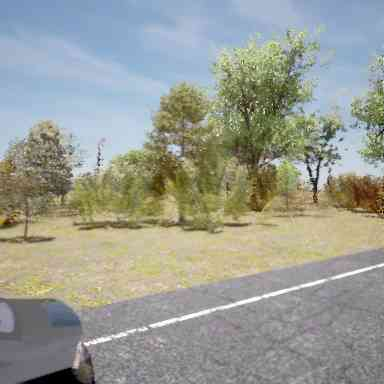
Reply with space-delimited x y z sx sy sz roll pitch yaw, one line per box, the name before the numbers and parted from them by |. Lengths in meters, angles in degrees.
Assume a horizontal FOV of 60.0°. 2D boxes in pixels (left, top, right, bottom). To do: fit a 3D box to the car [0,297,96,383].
car | -3.041 1.494 1.823 4.902 1.511 2.128 0 0 -35
